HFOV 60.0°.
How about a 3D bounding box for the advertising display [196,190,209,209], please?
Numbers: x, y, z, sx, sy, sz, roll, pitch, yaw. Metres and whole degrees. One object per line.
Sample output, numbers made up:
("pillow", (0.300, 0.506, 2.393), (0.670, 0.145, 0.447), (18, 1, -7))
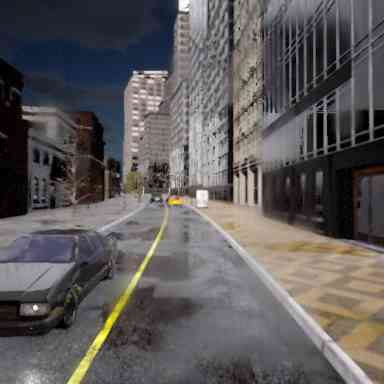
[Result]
("advertising display", (1.288, 0.948, 41.632), (1.540, 2.440, 0.280), (-1, -1, -5))

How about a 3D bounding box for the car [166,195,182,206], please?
("car", (-2.578, 1.369, 51.053), (1.882, 1.535, 5.008), (0, 0, -6))

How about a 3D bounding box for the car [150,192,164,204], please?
("car", (-6.303, 1.075, 59.294), (2.150, 2.045, 5.566), (0, 0, -6))

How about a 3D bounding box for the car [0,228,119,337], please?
("car", (-2.920, 1.535, 7.160), (2.033, 1.411, 5.357), (0, 0, -1))

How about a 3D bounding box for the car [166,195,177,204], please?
("car", (-3.979, 1.383, 63.310), (1.812, 1.442, 4.674), (0, 0, -7))
